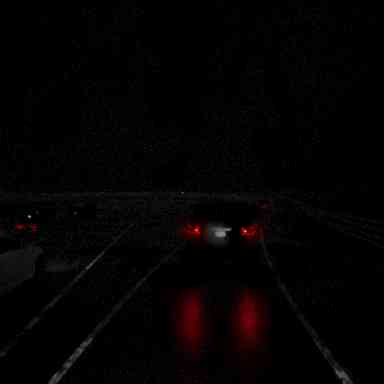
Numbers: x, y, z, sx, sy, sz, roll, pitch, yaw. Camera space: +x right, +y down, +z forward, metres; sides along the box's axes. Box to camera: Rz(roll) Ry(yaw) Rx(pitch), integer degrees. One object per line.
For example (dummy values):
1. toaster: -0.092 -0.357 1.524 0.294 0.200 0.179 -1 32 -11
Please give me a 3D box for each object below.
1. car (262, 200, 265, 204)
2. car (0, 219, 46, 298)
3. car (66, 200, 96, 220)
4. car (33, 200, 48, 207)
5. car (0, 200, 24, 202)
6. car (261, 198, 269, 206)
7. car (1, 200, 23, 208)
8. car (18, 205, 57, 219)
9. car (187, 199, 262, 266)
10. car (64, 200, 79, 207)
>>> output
1. car: 5.625 1.817 32.258 2.128 1.511 4.902 -1 -1 15
2. car: -4.601 1.537 6.834 1.812 1.442 4.674 0 0 -5
3. car: -10.157 1.686 30.767 1.882 1.535 5.008 0 -1 -5
4. car: -35.585 2.691 78.099 1.812 1.442 4.674 0 -2 -5
5. car: -26.031 1.980 49.400 1.812 1.442 4.674 0 -1 -5
6. car: 14.277 1.911 65.743 1.837 1.490 4.892 0 0 12
7. car: -34.262 2.217 63.356 1.882 1.535 5.008 0 -1 -5
8. car: -13.566 1.772 29.582 1.895 1.301 4.718 0 -1 -5
9. car: 1.172 1.304 12.070 2.150 2.045 5.566 0 0 8
10. car: -28.674 2.765 79.406 2.128 1.511 4.902 0 -2 -5
